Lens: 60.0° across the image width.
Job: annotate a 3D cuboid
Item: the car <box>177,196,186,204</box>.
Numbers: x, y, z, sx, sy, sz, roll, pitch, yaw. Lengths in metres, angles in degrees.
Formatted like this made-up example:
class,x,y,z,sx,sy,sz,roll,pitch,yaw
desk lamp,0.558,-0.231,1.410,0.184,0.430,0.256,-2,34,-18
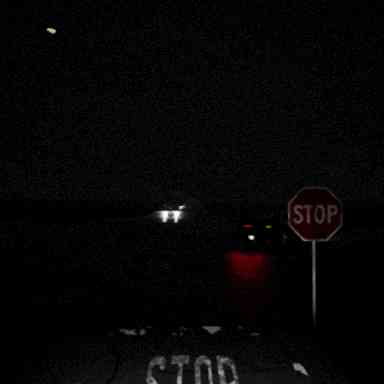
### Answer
class,x,y,z,sx,sy,sz,roll,pitch,yaw
car,-2.410,1.776,75.443,1.882,1.535,5.008,0,0,0

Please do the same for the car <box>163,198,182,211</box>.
class,x,y,z,sx,sy,sz,roll,pitch,yaw
car,-2.717,1.763,44.237,1.895,1.301,4.718,0,0,1

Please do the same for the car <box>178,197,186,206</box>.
class,x,y,z,sx,sy,sz,roll,pitch,yaw
car,-2.573,1.798,59.944,1.994,1.385,4.181,0,0,1

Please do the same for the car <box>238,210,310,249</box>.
class,x,y,z,sx,sy,sz,roll,pitch,yaw
car,3.932,1.572,15.063,1.837,1.490,4.892,-3,-3,40
